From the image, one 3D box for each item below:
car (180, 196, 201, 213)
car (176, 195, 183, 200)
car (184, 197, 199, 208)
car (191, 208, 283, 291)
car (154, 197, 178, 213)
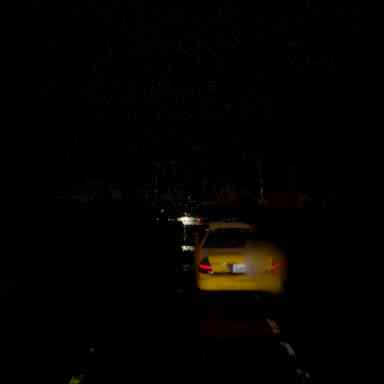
[{"bbox_3d":[-0.006,1.438,35.541,1.812,1.442,4.674,0,0,0],"label":"car"},{"bbox_3d":[-2.917,1.421,79.734,1.895,1.301,4.718,0,0,0],"label":"car"},{"bbox_3d":[-0.073,1.450,46.330,1.994,1.385,4.181,0,0,1],"label":"car"},{"bbox_3d":[0.944,1.433,8.943,1.801,1.575,5.366,0,0,0],"label":"car"},{"bbox_3d":[-2.925,1.460,35.506,2.033,1.411,5.357,0,0,0],"label":"car"}]
